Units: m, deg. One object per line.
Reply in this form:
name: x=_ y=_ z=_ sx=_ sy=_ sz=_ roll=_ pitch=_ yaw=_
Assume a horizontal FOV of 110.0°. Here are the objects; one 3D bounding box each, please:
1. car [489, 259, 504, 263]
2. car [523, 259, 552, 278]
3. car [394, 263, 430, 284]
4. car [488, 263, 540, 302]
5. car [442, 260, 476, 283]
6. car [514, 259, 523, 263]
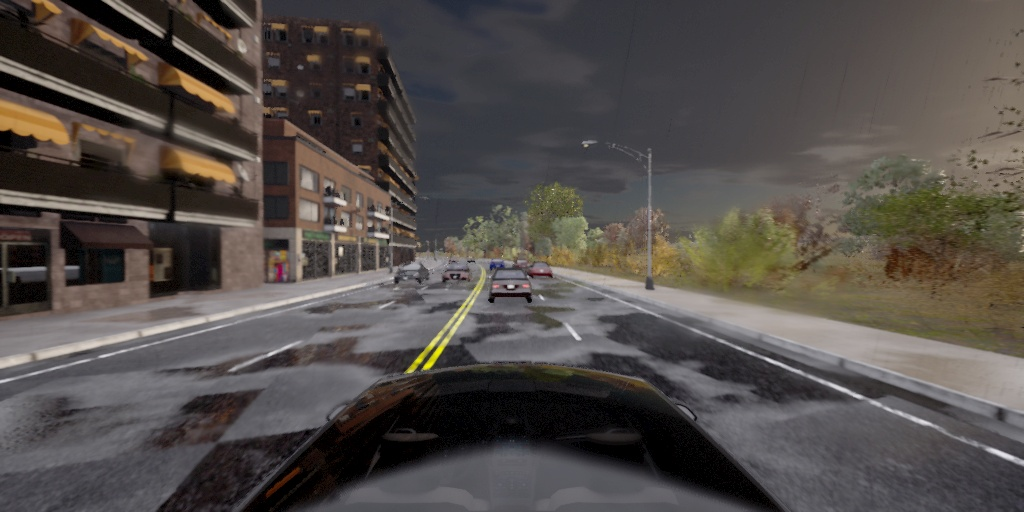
car: x=-2.044 y=1.068 z=47.488 sx=1.882 sy=1.535 sz=5.008 roll=0 pitch=0 yaw=-5
car: x=2.379 y=1.205 z=32.117 sx=1.994 sy=1.385 sz=4.181 roll=0 pitch=0 yaw=-3
car: x=-7.246 y=1.214 z=26.293 sx=1.812 sy=1.442 sz=4.674 roll=0 pitch=0 yaw=-3
car: x=-0.126 y=1.251 z=16.679 sx=2.033 sy=1.411 sz=5.357 roll=0 pitch=0 yaw=-2
car: x=-4.016 y=1.242 z=26.744 sx=1.994 sy=1.385 sz=4.181 roll=0 pitch=0 yaw=-3
car: x=1.291 y=1.113 z=45.804 sx=1.812 sy=1.442 sz=4.674 roll=0 pitch=0 yaw=-5
